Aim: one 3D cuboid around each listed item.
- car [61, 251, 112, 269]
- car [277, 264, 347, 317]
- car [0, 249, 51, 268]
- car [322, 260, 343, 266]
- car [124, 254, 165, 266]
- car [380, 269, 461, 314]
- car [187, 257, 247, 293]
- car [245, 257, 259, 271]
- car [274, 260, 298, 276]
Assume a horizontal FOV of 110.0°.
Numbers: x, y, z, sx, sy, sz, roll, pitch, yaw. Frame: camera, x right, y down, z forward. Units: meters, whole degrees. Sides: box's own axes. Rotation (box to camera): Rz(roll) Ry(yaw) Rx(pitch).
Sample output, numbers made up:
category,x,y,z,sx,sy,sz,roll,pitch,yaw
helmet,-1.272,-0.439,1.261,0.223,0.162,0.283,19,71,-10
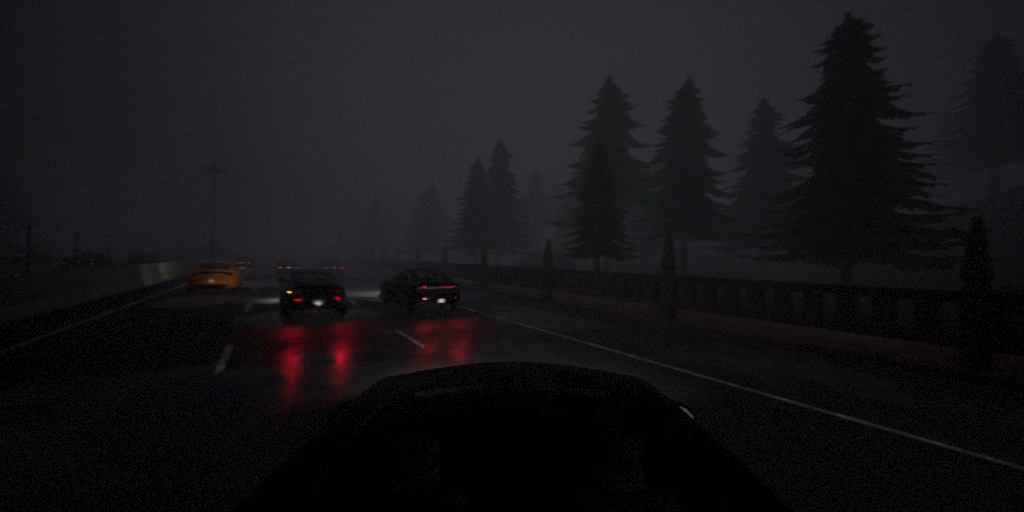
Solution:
category,x,y,z,sx,sy,sz,roll,pitch,yaw
car,-35.777,0.306,30.277,1.994,1.385,4.181,2,0,-34
car,-7.049,1.181,12.607,1.812,1.442,4.674,2,0,-34
car,-38.685,0.158,28.335,1.812,1.442,4.674,2,0,-34
car,-17.478,1.102,34.538,2.033,1.411,5.357,2,0,-34
car,-32.870,0.538,32.218,1.994,1.385,4.181,2,0,-34
car,-3.659,1.235,13.828,2.128,1.511,4.902,2,0,-34
car,-15.322,0.979,18.703,1.882,1.535,5.008,2,0,-34
car,-28.280,0.832,38.126,1.837,1.490,4.892,2,0,-34
car,-20.323,1.022,32.497,2.033,1.411,5.357,2,0,-34
